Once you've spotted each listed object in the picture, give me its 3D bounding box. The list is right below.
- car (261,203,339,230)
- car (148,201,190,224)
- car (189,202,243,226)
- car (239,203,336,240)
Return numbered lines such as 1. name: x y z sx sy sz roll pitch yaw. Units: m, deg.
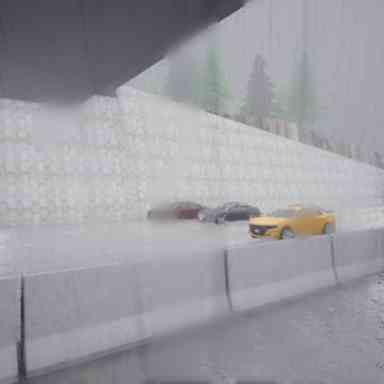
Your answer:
1. car: 7.201 1.498 21.912 5.357 1.411 2.033 0 0 -35
2. car: -0.887 1.441 24.795 5.008 1.535 1.882 0 0 -35
3. car: 2.588 1.451 22.955 4.902 1.511 2.128 0 0 -35
4. car: 4.886 1.442 16.019 5.008 1.535 1.882 0 0 -35
